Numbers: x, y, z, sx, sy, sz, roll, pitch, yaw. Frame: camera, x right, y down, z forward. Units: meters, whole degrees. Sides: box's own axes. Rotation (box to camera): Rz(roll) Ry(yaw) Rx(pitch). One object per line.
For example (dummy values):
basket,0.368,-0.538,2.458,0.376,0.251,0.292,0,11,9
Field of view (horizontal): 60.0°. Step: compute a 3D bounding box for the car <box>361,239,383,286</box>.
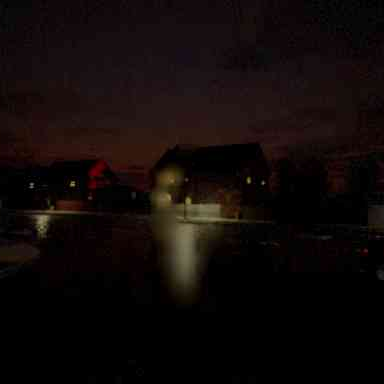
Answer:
car,6.507,1.680,8.205,4.181,1.385,1.994,0,-1,33
